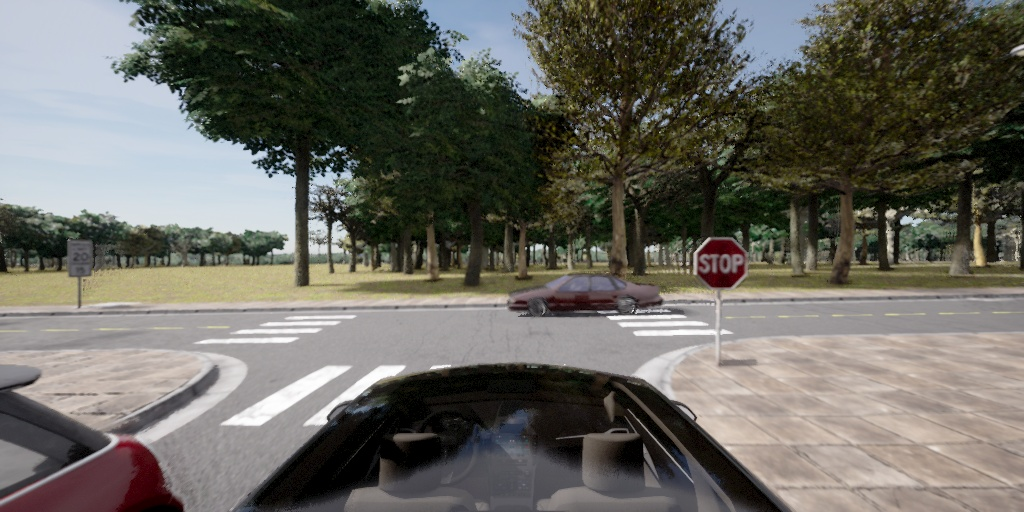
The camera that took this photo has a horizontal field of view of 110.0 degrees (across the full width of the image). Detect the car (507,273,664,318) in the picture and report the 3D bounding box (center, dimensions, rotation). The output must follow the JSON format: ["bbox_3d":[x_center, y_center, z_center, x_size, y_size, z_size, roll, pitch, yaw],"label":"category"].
[{"bbox_3d":[2.503,1.333,12.836,5.357,1.411,2.033,-1,0,0],"label":"car"}]
